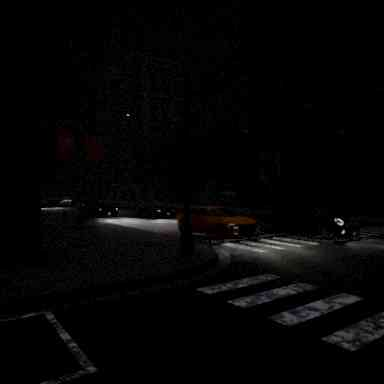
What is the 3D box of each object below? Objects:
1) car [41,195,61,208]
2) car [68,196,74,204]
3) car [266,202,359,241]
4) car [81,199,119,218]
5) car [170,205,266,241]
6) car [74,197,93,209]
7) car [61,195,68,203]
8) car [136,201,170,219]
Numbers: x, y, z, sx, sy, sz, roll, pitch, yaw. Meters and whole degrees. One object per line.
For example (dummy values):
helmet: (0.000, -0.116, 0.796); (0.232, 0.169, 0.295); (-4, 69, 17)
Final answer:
car: (-20.515, 1.453, 47.301); (1.812, 1.442, 4.674); (0, 0, -35)
car: (-19.053, 1.510, 56.598); (1.895, 1.301, 4.718); (0, 0, -36)
car: (5.907, 1.336, 16.919); (2.097, 1.767, 4.553); (0, 0, -44)
car: (-8.381, 1.560, 30.296); (1.895, 1.301, 4.718); (0, 0, -36)
car: (1.129, 1.462, 17.089); (1.882, 1.535, 5.008); (0, 0, -36)
car: (-13.064, 1.499, 42.407); (1.994, 1.385, 4.181); (0, 0, -35)
car: (-25.126, 1.380, 65.027); (2.128, 1.511, 4.902); (0, 0, -36)
car: (-3.267, 1.487, 28.761); (1.812, 1.442, 4.674); (0, 0, -36)
